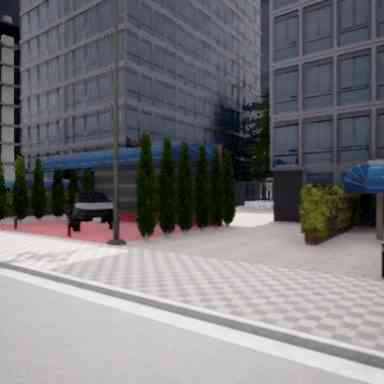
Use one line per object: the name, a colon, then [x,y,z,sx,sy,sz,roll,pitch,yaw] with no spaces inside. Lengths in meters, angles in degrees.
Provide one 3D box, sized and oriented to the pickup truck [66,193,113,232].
pickup truck: [-6.189,1.086,20.106,2.390,2.098,6.274,0,0,-24]
